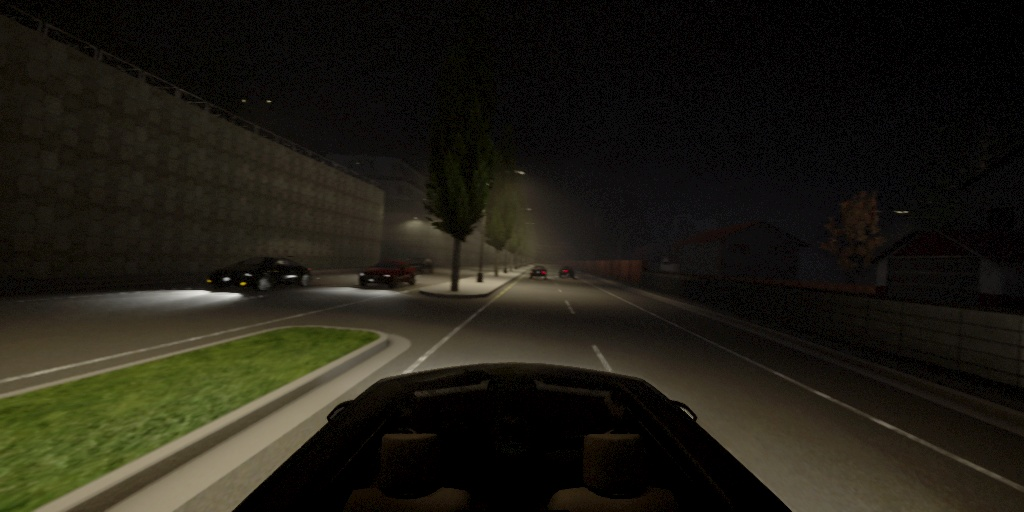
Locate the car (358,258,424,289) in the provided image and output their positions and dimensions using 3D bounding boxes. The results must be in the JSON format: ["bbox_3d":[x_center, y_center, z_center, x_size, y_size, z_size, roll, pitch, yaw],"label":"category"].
[{"bbox_3d":[-6.891,0.974,20.412,1.812,1.442,4.674,4,0,5],"label":"car"}]

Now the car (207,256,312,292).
[{"bbox_3d":[-10.795,0.720,15.741,1.994,1.385,4.181,4,0,5],"label":"car"}]

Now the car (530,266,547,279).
[{"bbox_3d":[2.978,1.802,40.431,2.033,1.411,5.357,4,0,5],"label":"car"}]

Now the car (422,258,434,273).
[{"bbox_3d":[-9.056,0.947,35.198,2.128,1.511,4.902,4,0,5],"label":"car"}]

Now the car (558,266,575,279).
[{"bbox_3d":[6.985,2.067,46.178,1.837,1.490,4.892,4,0,5],"label":"car"}]
